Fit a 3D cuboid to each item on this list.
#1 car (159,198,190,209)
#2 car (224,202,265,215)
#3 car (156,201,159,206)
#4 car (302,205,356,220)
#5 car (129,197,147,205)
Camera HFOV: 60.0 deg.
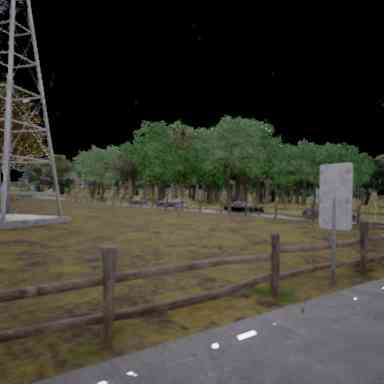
[{"bbox_3d":[-2.180,1.645,46.959,2.128,1.511,4.902,2,-1,-35],"label":"car"},{"bbox_3d":[5.625,1.759,36.034,1.895,1.301,4.718,2,-1,-36],"label":"car"},{"bbox_3d":[-4.233,1.765,54.763,1.812,1.442,4.674,2,-1,-35],"label":"car"},{"bbox_3d":[11.432,1.726,27.933,1.994,1.385,4.181,2,-1,-36],"label":"car"},{"bbox_3d":[-10.286,1.711,63.124,2.128,1.511,4.902,2,-1,-36],"label":"car"}]
